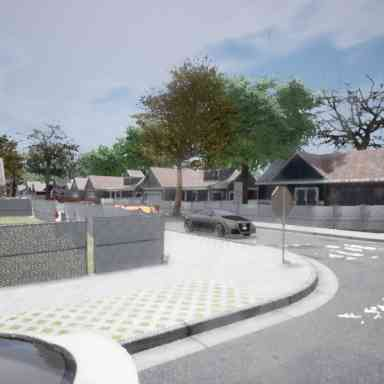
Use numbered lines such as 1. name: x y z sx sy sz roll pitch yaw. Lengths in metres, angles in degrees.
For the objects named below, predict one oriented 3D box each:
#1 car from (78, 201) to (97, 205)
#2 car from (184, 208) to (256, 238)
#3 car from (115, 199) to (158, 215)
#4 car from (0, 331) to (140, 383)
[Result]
1. car: -11.107 1.637 35.275 1.895 1.301 4.718 2 -1 -35
2. car: 1.370 1.554 17.544 1.994 1.385 4.181 2 -1 -35
3. car: -4.444 1.362 25.816 2.097 1.767 4.553 2 -1 -35
4. car: -2.337 1.525 1.276 4.674 1.442 1.812 0 0 -36
